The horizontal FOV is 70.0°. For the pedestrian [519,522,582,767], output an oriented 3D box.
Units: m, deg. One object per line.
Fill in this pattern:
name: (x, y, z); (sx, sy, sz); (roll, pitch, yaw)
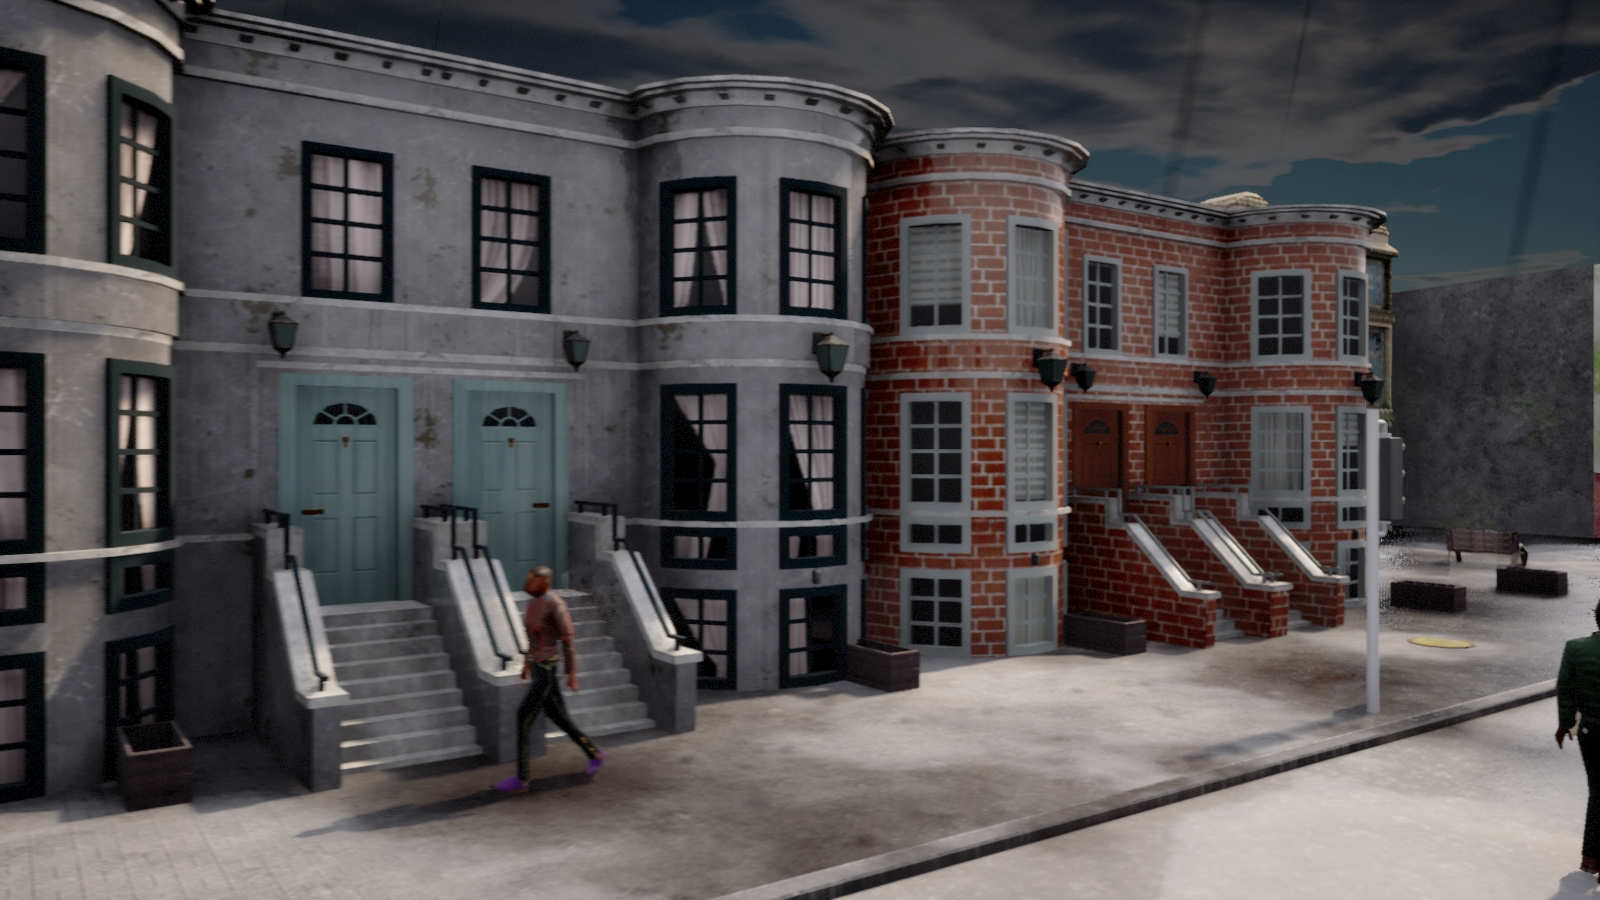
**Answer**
pedestrian: (-1.987, 1.524, 9.106); (0.375, 1.860, 0.375); (0, 0, -35)

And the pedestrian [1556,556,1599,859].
pedestrian: (5.149, 1.629, 7.304); (0.375, 1.860, 0.375); (0, 0, -18)
